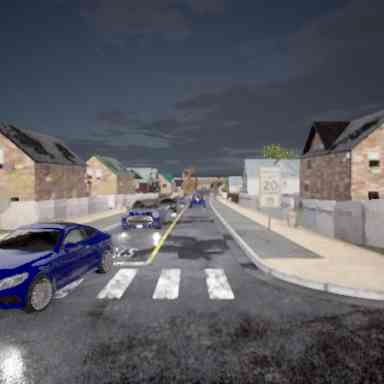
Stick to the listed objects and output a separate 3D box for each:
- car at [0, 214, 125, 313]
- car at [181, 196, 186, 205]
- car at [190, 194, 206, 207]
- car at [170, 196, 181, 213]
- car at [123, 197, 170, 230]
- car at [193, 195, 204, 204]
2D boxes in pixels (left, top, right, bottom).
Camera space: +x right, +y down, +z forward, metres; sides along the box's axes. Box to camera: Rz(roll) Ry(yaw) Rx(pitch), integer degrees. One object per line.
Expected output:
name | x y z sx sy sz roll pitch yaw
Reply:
car | -3.351 1.454 7.712 1.812 1.442 4.674 0 0 10
car | -1.888 1.241 50.231 2.033 1.411 5.357 0 0 2
car | 0.789 1.071 44.221 2.097 1.767 4.553 0 0 2
car | -2.427 1.280 34.063 1.812 1.442 4.674 0 0 2
car | -2.694 1.192 19.547 2.097 1.767 4.553 0 0 1
car | 1.086 1.205 56.161 1.812 1.442 4.674 0 0 2
